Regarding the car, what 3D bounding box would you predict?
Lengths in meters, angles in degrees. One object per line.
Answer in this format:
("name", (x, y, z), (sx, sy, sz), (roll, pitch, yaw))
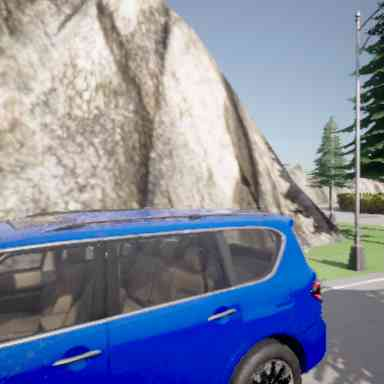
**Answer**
("car", (-1.175, 1.214, 2.950), (5.566, 2.045, 2.150), (0, 0, -33))
